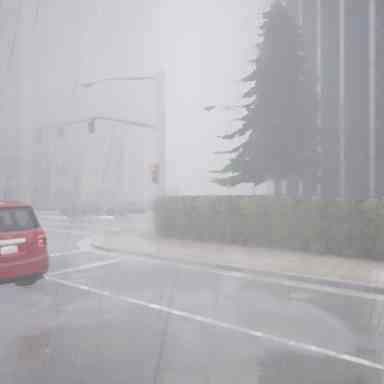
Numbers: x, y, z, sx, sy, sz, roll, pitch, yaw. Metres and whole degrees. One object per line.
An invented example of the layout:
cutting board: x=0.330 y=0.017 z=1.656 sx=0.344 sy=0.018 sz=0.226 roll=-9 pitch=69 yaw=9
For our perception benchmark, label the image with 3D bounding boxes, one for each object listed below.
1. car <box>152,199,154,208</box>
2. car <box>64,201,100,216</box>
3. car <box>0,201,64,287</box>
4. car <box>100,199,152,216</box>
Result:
car: x=-5.446 y=1.535 z=39.340 sx=1.812 sy=1.442 sz=4.674 roll=0 pitch=0 yaw=36
car: x=-10.614 y=1.574 z=32.271 sx=1.994 sy=1.385 sz=4.181 roll=0 pitch=0 yaw=36
car: x=-5.764 y=1.225 z=8.095 sx=5.566 sy=2.045 sz=2.150 roll=0 pitch=0 yaw=36
car: x=-6.342 y=1.572 z=32.189 sx=1.994 sy=1.385 sz=4.181 roll=0 pitch=0 yaw=36
